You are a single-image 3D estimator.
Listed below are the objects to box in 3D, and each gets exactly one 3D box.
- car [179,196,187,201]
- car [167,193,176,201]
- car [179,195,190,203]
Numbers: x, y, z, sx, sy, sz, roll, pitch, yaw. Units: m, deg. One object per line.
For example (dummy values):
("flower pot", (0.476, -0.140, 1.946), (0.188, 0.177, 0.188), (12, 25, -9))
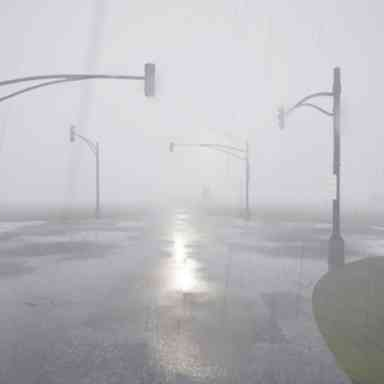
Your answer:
("car", (-2.159, 1.524, 79.859), (1.895, 1.301, 4.718), (0, 0, -4))
("car", (-4.548, 0.981, 73.879), (2.097, 1.767, 4.553), (0, 0, -3))
("car", (-1.565, 1.354, 69.784), (2.097, 1.767, 4.553), (0, 0, -3))
